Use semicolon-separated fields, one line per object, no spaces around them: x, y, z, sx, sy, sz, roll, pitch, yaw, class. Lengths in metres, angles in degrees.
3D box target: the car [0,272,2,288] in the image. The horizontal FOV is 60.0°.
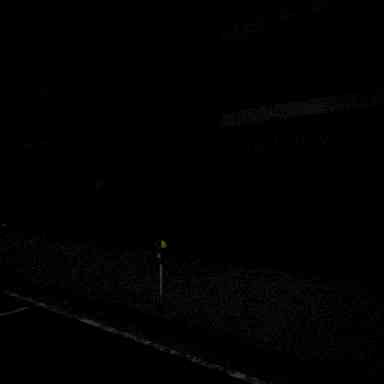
-6.073;1.440;7.412;4.097;1.590;1.967;0;0;36;car
